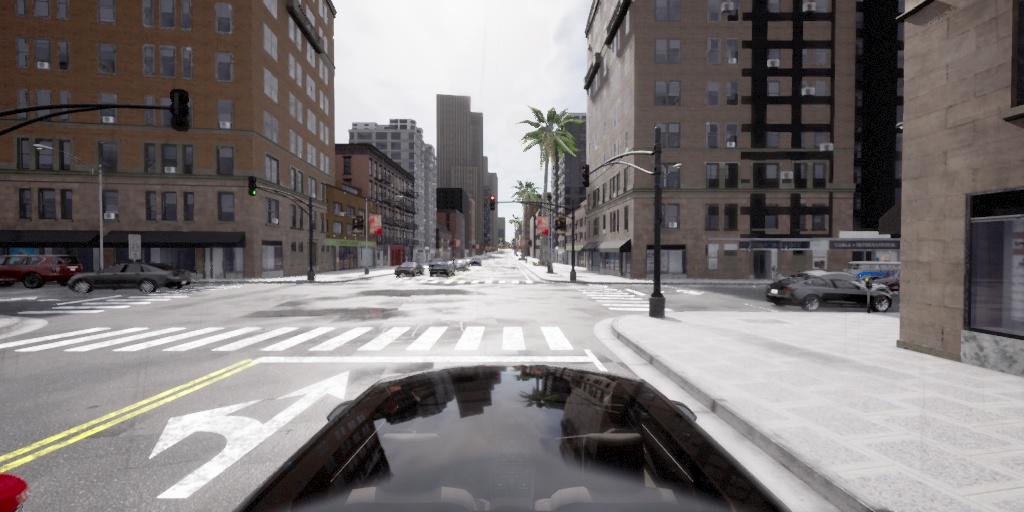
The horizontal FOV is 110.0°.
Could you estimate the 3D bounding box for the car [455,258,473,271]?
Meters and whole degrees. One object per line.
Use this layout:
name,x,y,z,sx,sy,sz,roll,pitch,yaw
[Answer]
car,-6.916,1.225,47.970,2.128,1.511,4.902,0,0,0

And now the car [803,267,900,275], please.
car,15.640,1.453,17.580,4.674,1.442,1.812,0,1,1

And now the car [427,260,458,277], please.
car,-6.832,1.341,35.367,1.895,1.301,4.718,0,0,0

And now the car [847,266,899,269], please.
car,22.256,1.482,20.708,5.357,1.411,2.033,0,1,0

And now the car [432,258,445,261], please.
car,-10.173,1.084,49.356,2.097,1.767,4.553,0,0,0

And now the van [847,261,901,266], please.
van,23.850,1.250,23.288,3.998,1.789,1.690,0,0,0

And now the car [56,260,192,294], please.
car,-19.590,1.118,18.517,4.892,1.490,1.837,0,0,-6

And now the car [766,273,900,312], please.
car,12.869,1.513,14.747,4.313,1.339,1.948,0,0,0

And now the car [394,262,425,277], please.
car,-10.086,1.287,35.694,2.033,1.411,5.357,0,0,-1

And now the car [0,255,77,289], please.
car,-27.271,0.835,19.962,5.009,1.841,2.192,0,0,-9
